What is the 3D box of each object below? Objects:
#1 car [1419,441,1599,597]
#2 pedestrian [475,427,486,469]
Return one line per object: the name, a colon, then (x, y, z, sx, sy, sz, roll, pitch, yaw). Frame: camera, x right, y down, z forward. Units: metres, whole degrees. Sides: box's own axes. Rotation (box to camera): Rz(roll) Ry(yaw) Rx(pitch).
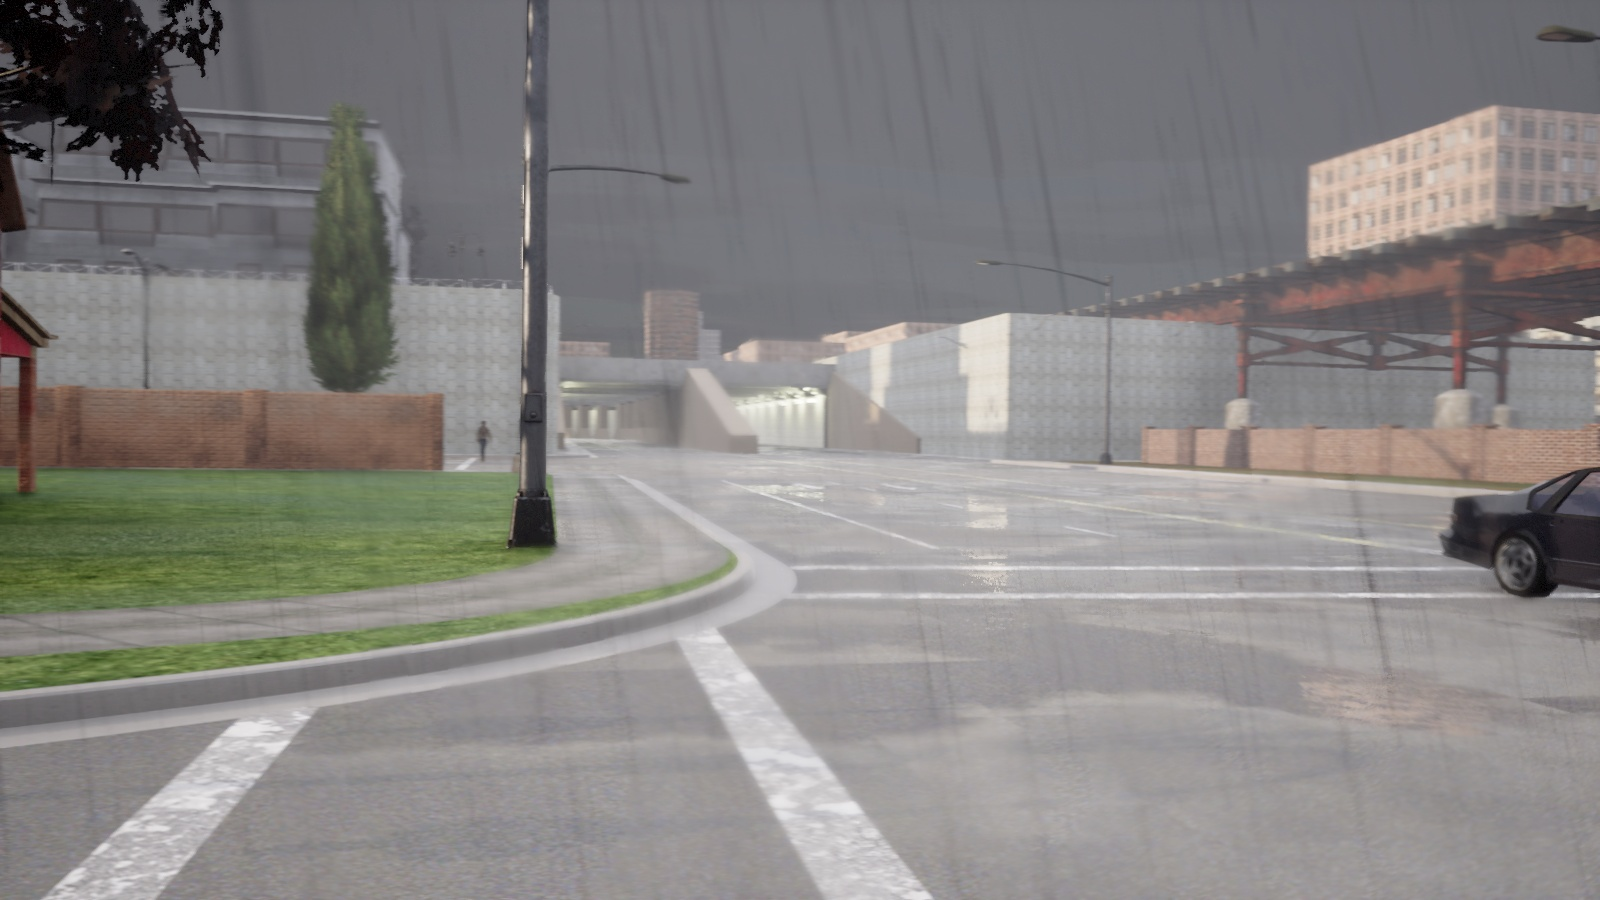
car: (8.416, 0.644, 11.541, 2.033, 1.411, 5.357, -1, 1, -11)
pedestrian: (-13.909, -0.100, 54.606, 0.328, 1.805, 0.869, -1, 1, -23)
